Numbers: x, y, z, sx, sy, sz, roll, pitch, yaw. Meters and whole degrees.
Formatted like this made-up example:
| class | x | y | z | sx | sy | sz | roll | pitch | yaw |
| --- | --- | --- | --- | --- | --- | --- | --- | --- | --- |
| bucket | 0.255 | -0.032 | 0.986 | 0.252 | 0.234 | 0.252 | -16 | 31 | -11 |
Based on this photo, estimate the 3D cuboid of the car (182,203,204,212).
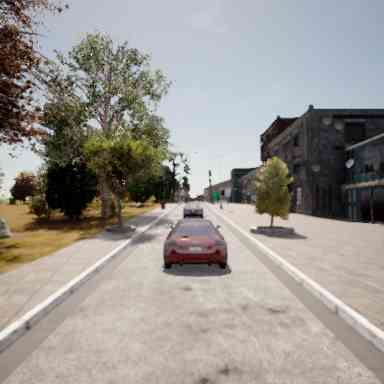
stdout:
| class | x | y | z | sx | sy | sz | roll | pitch | yaw |
| --- | --- | --- | --- | --- | --- | --- | --- | --- | --- |
| car | 0.113 | 1.675 | 30.041 | 2.033 | 1.411 | 5.357 | 0 | 0 | 0 |

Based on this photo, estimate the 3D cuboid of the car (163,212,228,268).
| class | x | y | z | sx | sy | sz | roll | pitch | yaw |
| --- | --- | --- | --- | --- | --- | --- | --- | --- | --- |
| car | 0.103 | 1.614 | 11.565 | 1.994 | 1.385 | 4.181 | 0 | 0 | 0 |
